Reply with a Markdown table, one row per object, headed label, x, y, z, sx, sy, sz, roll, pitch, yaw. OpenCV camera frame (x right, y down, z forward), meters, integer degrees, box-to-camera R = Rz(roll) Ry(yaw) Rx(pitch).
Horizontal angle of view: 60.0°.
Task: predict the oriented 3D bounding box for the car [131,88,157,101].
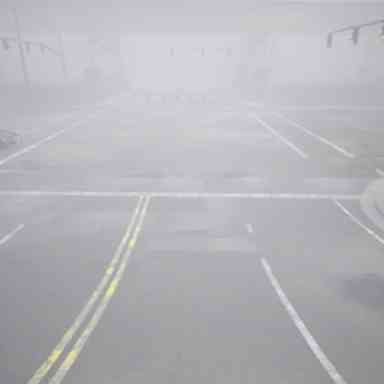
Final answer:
| label | x | y | z | sx | sy | sz | roll | pitch | yaw |
| --- | --- | --- | --- | --- | --- | --- | --- | --- | --- |
| car | -6.460 | -13.822 | 47.096 | 4.974 | 1.542 | 2.038 | 19 | 28 | 41 |

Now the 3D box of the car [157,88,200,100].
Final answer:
| label | x | y | z | sx | sy | sz | roll | pitch | yaw |
| --- | --- | --- | --- | --- | --- | --- | --- | --- | --- |
| car | -1.853 | -13.790 | 47.011 | 4.974 | 1.542 | 2.038 | -14 | 25 | -33 |

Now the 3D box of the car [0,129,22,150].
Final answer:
| label | x | y | z | sx | sy | sz | roll | pitch | yaw |
| --- | --- | --- | --- | --- | --- | --- | --- | --- | --- |
| car | -12.512 | -3.211 | 19.229 | 4.902 | 1.511 | 2.128 | 1 | 21 | 1 |

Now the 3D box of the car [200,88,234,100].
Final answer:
| label | x | y | z | sx | sy | sz | roll | pitch | yaw |
| --- | --- | --- | --- | --- | --- | --- | --- | --- | --- |
| car | 3.530 | -14.027 | 47.640 | 4.974 | 1.542 | 2.038 | 11 | 23 | 28 |

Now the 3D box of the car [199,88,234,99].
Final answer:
| label | x | y | z | sx | sy | sz | roll | pitch | yaw |
| --- | --- | --- | --- | --- | --- | --- | --- | --- | --- |
| car | 3.485 | -14.183 | 47.609 | 4.536 | 1.218 | 1.853 | 11 | 23 | 28 |

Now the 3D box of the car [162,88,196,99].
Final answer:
| label | x | y | z | sx | sy | sz | roll | pitch | yaw |
| --- | --- | --- | --- | --- | --- | --- | --- | --- | --- |
| car | -1.811 | -13.948 | 46.984 | 4.536 | 1.218 | 1.853 | -14 | 25 | -33 |

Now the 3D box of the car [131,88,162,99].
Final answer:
| label | x | y | z | sx | sy | sz | roll | pitch | yaw |
| --- | --- | --- | --- | --- | --- | --- | --- | --- | --- |
| car | -6.497 | -13.983 | 47.074 | 4.536 | 1.218 | 1.853 | 19 | 28 | 41 |
